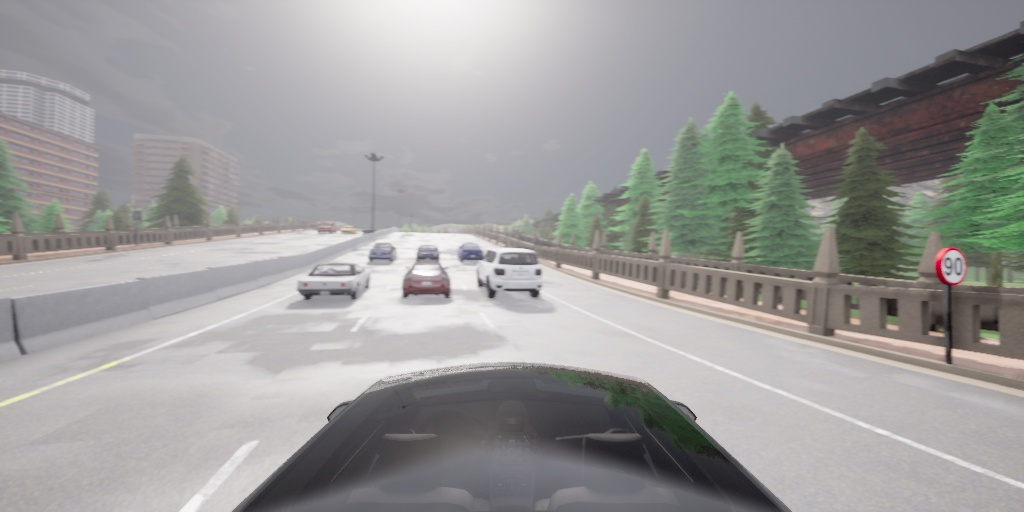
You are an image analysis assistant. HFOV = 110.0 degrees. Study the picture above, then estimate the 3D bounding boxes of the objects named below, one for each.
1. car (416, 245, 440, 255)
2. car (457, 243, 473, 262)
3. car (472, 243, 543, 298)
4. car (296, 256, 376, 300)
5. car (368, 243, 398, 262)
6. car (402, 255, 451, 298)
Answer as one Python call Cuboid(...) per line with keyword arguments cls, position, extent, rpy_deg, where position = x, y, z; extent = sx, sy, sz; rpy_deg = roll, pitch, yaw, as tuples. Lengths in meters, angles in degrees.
Cuboid(cls="car", position=(-6.966, -0.279, 29.775), extent=(1.895, 1.301, 4.718), rpy_deg=(1, 6, -13))
Cuboid(cls="car", position=(-3.657, -0.403, 31.022), extent=(1.882, 1.535, 5.008), rpy_deg=(1, 6, -13))
Cuboid(cls="car", position=(-0.270, 0.632, 16.355), extent=(2.150, 2.045, 5.566), rpy_deg=(1, 3, -13))
Cuboid(cls="car", position=(-7.118, 0.912, 14.881), extent=(1.895, 1.301, 4.718), rpy_deg=(1, 3, -13))
Cuboid(cls="car", position=(-10.350, -0.369, 28.874), extent=(2.033, 1.411, 5.357), rpy_deg=(1, 6, -13))
Cuboid(cls="car", position=(-3.741, 0.916, 15.821), extent=(1.994, 1.385, 4.181), rpy_deg=(1, 3, -13))
